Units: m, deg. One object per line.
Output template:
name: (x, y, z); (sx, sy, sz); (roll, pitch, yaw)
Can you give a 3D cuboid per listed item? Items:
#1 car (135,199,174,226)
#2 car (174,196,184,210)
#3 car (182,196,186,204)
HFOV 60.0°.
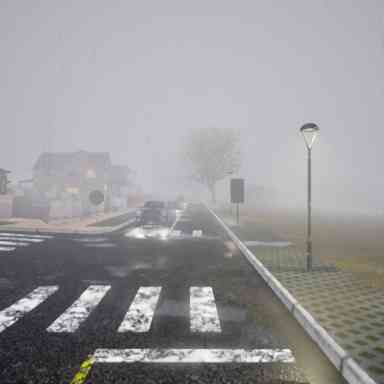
car: (-2.610, 1.366, 23.336); (2.097, 1.767, 4.553); (0, 0, 0)
car: (-2.450, 1.599, 42.824); (1.994, 1.385, 4.181); (0, 0, 0)
car: (-2.246, 1.577, 67.521); (1.837, 1.490, 4.892); (0, 1, 0)
